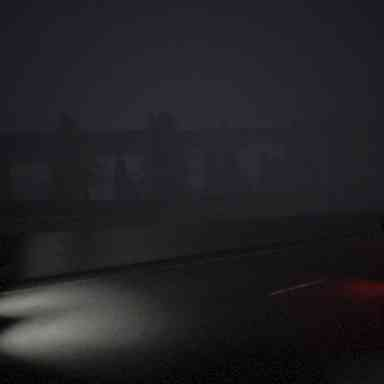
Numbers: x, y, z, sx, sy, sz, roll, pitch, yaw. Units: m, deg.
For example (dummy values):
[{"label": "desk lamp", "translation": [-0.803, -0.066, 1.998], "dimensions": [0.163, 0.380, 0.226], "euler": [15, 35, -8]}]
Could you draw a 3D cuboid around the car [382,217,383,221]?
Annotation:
[{"label": "car", "translation": [10.889, 1.423, 15.805], "dimensions": [4.902, 1.511, 2.128], "euler": [0, 0, -35]}]

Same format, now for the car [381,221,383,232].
[{"label": "car", "translation": [7.062, 1.486, 8.778], "dimensions": [4.674, 1.442, 1.812], "euler": [0, 0, -35]}]
